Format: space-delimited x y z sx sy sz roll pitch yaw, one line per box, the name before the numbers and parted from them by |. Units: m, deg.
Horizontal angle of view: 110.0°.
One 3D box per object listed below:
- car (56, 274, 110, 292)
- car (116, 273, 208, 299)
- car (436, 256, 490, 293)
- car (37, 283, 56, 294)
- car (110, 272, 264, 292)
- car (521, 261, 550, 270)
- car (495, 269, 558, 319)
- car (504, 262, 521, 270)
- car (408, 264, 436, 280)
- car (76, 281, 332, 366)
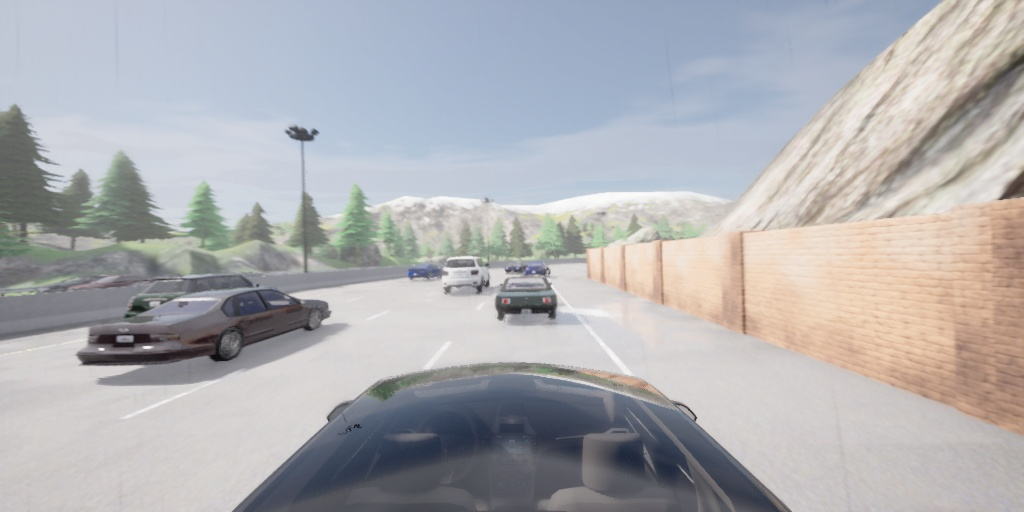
car | -27.101 2.046 24.537 1.812 1.442 4.674 -2 0 4
car | -23.592 1.986 24.450 1.994 1.385 4.181 -2 0 4
car | -2.659 1.057 21.709 2.150 2.045 5.566 -2 0 3
car | -30.517 2.108 25.868 2.128 1.511 4.902 -2 0 5
car | -10.022 1.387 12.274 2.097 1.767 4.553 -2 0 2
car | 2.445 1.221 33.454 1.812 1.442 4.674 -2 0 14
car | 0.505 1.342 12.748 1.895 1.301 4.718 -2 0 2
car | 0.756 1.348 40.946 1.895 1.301 4.718 -2 0 18
car | -8.188 1.472 34.646 1.882 1.535 5.008 -2 0 11
car | -6.644 1.487 8.752 2.033 1.411 5.357 -2 0 2
